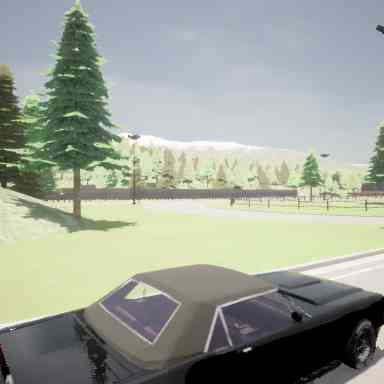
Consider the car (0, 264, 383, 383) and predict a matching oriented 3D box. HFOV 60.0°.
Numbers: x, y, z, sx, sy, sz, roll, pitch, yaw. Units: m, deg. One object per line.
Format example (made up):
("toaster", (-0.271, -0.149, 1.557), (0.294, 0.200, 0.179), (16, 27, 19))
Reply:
("car", (0.400, 1.601, 4.028), (4.718, 1.301, 1.895), (0, 0, -35))
